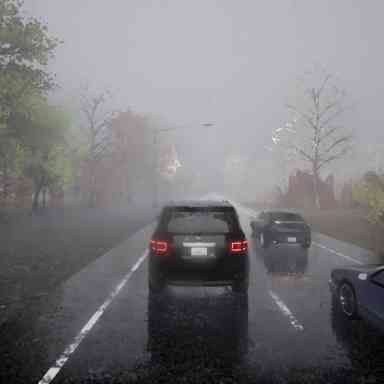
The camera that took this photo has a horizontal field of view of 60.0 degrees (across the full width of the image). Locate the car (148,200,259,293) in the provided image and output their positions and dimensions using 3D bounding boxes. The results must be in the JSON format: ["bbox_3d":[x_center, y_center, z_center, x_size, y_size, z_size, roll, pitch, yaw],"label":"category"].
[{"bbox_3d":[0.160,1.223,8.991,2.150,2.045,5.566,0,0,1],"label":"car"}]

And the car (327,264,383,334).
[{"bbox_3d":[3.625,1.548,4.239,2.033,1.411,5.357,0,0,0],"label":"car"}]

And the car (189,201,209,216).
[{"bbox_3d":[0.724,1.607,33.065,1.895,1.301,4.718,0,0,2],"label":"car"}]

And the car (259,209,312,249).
[{"bbox_3d":[3.738,1.507,14.657,1.837,1.490,4.892,0,0,1],"label":"car"}]
